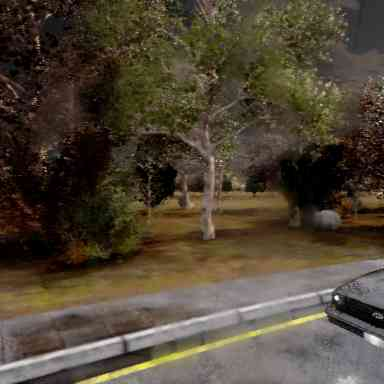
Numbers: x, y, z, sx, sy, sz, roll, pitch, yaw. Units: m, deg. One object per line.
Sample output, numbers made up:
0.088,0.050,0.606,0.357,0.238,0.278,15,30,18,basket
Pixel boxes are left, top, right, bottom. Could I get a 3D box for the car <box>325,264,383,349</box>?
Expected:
4.748,1.514,5.402,5.357,1.411,2.033,0,1,-25,car
